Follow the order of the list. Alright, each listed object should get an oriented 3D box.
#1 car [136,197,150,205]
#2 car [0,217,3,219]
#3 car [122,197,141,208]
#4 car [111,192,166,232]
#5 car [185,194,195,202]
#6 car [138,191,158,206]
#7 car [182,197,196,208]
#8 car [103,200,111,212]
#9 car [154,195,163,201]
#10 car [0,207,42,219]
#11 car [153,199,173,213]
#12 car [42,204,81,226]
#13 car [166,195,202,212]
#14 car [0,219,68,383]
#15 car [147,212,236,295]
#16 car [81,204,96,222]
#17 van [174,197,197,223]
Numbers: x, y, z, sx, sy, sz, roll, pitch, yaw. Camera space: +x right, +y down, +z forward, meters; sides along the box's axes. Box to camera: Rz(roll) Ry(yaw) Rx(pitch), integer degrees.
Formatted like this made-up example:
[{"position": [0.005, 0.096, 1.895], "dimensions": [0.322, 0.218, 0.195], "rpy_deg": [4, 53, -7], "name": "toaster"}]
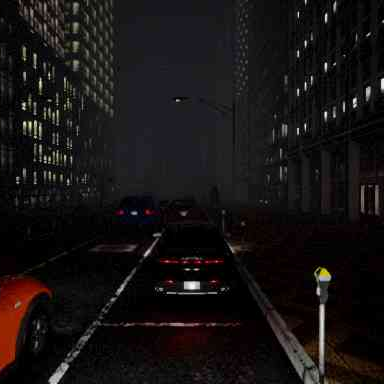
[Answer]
[{"position": [-8.843, 1.570, 60.458], "dimensions": [1.802, 1.307, 4.206], "rpy_deg": [-1, 0, 0], "name": "car"}, {"position": [-6.248, 1.503, 6.830], "dimensions": [1.837, 1.490, 4.892], "rpy_deg": [0, 0, 0], "name": "car"}, {"position": [-8.843, 1.541, 49.090], "dimensions": [2.008, 1.369, 4.403], "rpy_deg": [-1, 0, 0], "name": "car"}, {"position": [-3.046, 1.218, 20.240], "dimensions": [2.150, 2.045, 5.566], "rpy_deg": [0, 0, 0], "name": "car"}, {"position": [-0.465, 1.298, 77.509], "dimensions": [2.192, 1.841, 5.009], "rpy_deg": [-1, 0, 0], "name": "car"}, {"position": [-6.146, 0.831, 47.215], "dimensions": [2.150, 2.045, 5.566], "rpy_deg": [0, 0, 0], "name": "car"}, {"position": [-0.463, 1.541, 49.090], "dimensions": [2.008, 1.369, 4.403], "rpy_deg": [-1, 0, 0], "name": "car"}, {"position": [-8.844, 1.544, 37.723], "dimensions": [2.008, 1.369, 4.403], "rpy_deg": [-1, 0, 0], "name": "car"}, {"position": [-8.844, 1.545, 88.876], "dimensions": [1.947, 1.339, 4.313], "rpy_deg": [-1, 0, 0], "name": "car"}, {"position": [-8.843, 1.542, 14.989], "dimensions": [1.887, 1.381, 4.507], "rpy_deg": [-1, 0, 0], "name": "car"}, {"position": [-3.131, 1.519, 37.115], "dimensions": [1.812, 1.442, 4.674], "rpy_deg": [0, 0, 0], "name": "car"}, {"position": [-8.844, 1.547, 20.672], "dimensions": [2.008, 1.369, 4.403], "rpy_deg": [-1, 0, 0], "name": "car"}, {"position": [-0.465, 1.311, 20.672], "dimensions": [2.192, 1.841, 5.009], "rpy_deg": [-1, 0, 0], "name": "car"}, {"position": [-3.044, 1.352, 2.963], "dimensions": [2.097, 1.767, 4.553], "rpy_deg": [0, 0, 0], "name": "car"}, {"position": [-0.001, 1.502, 8.651], "dimensions": [1.837, 1.490, 4.892], "rpy_deg": [0, 0, 0], "name": "car"}, {"position": [-8.843, 1.577, 26.356], "dimensions": [1.802, 1.307, 4.206], "rpy_deg": [-1, 0, 0], "name": "car"}, {"position": [-0.465, 1.336, 26.356], "dimensions": [1.690, 1.788, 3.998], "rpy_deg": [-1, 0, 0], "name": "van"}]
